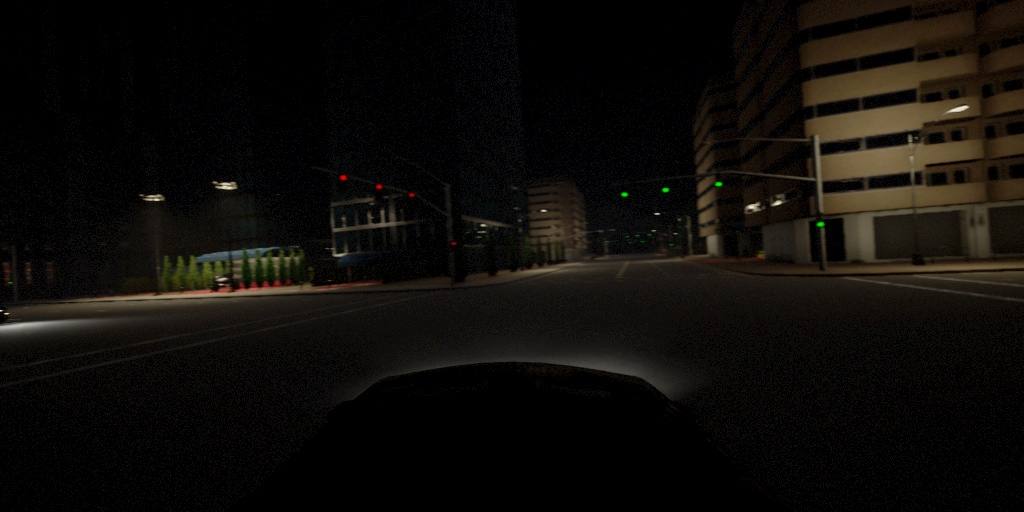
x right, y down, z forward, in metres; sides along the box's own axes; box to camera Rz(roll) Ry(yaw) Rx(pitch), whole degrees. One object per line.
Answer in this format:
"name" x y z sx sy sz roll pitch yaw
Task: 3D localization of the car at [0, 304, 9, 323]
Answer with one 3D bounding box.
"car" -31.980 3.316 21.018 4.902 1.511 2.128 -4 0 18
